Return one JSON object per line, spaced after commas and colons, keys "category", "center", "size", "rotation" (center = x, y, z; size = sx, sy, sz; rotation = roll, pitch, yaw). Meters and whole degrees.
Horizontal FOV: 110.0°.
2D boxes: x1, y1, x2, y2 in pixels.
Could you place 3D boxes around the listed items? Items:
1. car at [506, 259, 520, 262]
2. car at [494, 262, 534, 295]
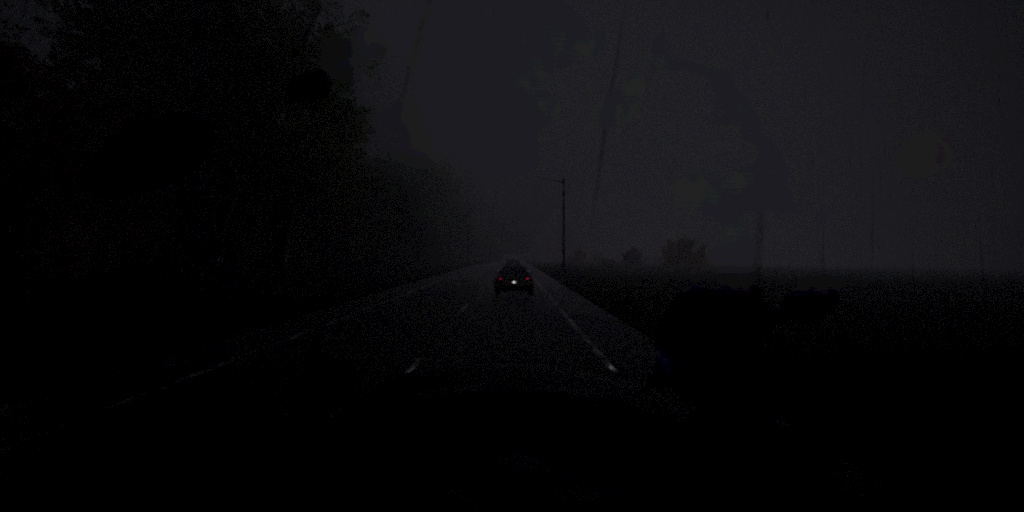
{"category": "car", "center": [0.097, 1.043, 37.325], "size": [2.033, 1.411, 5.357], "rotation": [0, 0, 0]}
{"category": "car", "center": [0.098, 1.190, 18.963], "size": [1.994, 1.385, 4.181], "rotation": [0, 0, 0]}
